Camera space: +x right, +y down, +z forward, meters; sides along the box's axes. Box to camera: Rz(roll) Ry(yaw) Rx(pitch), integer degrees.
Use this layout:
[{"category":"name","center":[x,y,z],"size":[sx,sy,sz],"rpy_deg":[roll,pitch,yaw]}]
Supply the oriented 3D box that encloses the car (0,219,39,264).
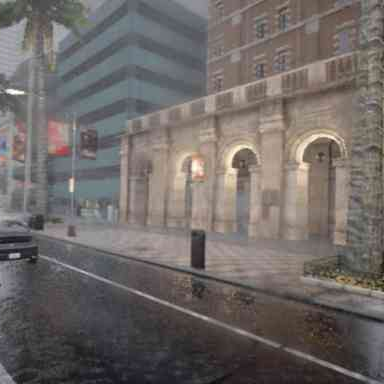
[{"category":"car","center":[-7.127,1.745,12.059],"size":[1.837,1.490,4.892],"rpy_deg":[3,-2,-43]}]
